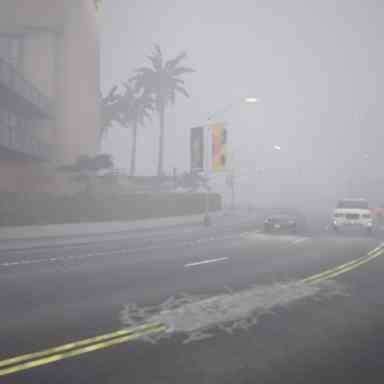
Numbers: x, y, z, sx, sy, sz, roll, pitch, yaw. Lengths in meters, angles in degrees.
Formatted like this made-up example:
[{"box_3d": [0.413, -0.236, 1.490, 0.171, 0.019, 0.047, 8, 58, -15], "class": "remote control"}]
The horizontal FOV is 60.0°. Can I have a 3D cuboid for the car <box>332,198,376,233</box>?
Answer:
[{"box_3d": [10.597, 1.433, 21.916, 2.150, 2.045, 5.566, 0, -1, 26], "class": "car"}]

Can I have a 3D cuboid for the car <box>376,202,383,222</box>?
[{"box_3d": [16.916, 1.649, 28.912, 2.097, 1.767, 4.553, 0, 0, 16], "class": "car"}]

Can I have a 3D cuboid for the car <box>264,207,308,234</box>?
[{"box_3d": [6.020, 1.698, 20.938, 1.812, 1.442, 4.674, 0, 0, 30], "class": "car"}]
